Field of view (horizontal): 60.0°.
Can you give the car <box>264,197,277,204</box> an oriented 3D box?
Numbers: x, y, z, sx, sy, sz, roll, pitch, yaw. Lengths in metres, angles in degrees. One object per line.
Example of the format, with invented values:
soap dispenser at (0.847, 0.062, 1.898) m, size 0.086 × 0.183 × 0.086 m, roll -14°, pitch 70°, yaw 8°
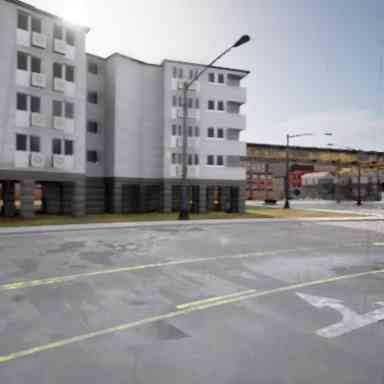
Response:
car at (16.161, 1.782, 68.422) m, size 1.895 × 1.301 × 4.718 m, roll 1°, pitch 0°, yaw 3°
